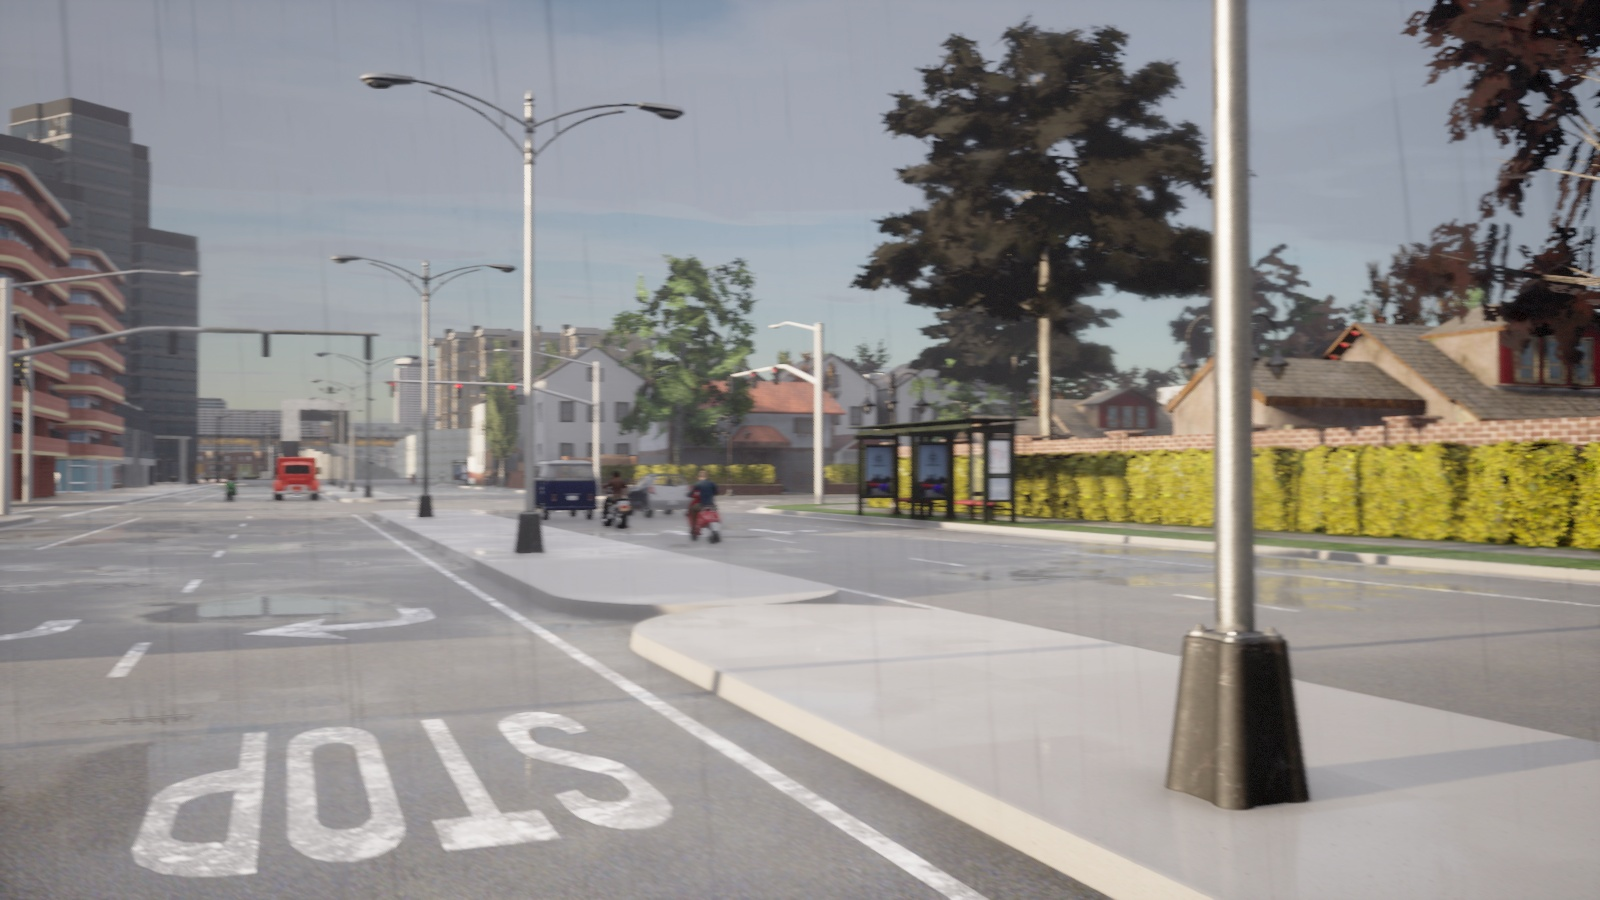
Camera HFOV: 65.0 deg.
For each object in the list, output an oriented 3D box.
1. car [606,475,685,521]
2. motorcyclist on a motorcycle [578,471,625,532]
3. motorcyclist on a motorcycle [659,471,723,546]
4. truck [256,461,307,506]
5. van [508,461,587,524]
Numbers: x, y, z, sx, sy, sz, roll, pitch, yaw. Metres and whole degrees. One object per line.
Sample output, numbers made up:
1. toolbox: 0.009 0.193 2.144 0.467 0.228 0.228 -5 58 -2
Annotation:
1. car: -5.458 1.649 44.022 1.845 1.501 3.633 0 -1 -23
2. motorcyclist on a motorcycle: -5.618 1.438 35.395 0.766 1.649 2.350 0 -1 -23
3. motorcyclist on a motorcycle: -2.437 1.277 27.851 0.866 1.590 1.817 0 -1 -23
4. truck: -29.703 1.890 71.913 2.627 2.467 5.204 0 -1 -23
5. van: -8.600 1.395 42.463 1.775 1.987 4.442 0 -1 -23
